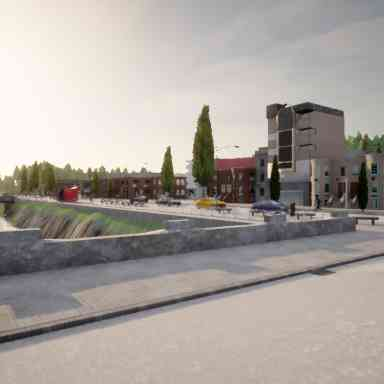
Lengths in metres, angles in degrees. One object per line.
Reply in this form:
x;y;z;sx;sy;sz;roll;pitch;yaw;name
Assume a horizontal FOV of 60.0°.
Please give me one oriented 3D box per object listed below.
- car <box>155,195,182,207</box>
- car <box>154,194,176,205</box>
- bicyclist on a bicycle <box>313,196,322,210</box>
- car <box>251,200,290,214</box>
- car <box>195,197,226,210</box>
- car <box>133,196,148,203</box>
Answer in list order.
-3.729;1.547;51.594;2.033;1.411;5.357;0;0;-35;car
-4.971;1.352;60.543;2.097;1.767;4.553;0;0;-36;car
14.992;1.349;39.699;1.656;1.620;0.582;0;0;-35;bicyclist on a bicycle
8.254;1.526;34.717;1.812;1.442;4.674;0;0;-36;car
2.382;1.478;42.954;1.882;1.535;5.008;0;0;-35;car
-10.693;1.526;68.586;1.812;1.442;4.674;0;0;-36;car
